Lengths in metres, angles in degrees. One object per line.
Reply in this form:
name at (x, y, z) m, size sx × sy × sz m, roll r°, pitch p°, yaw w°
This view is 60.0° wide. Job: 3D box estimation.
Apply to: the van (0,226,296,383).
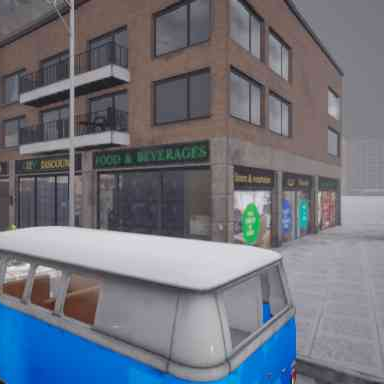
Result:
van at (-0.943, 1.341, 3.533) m, size 3.998 × 1.788 × 1.690 m, roll 0°, pitch 0°, yaw 36°
